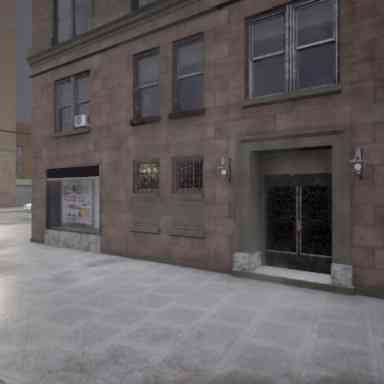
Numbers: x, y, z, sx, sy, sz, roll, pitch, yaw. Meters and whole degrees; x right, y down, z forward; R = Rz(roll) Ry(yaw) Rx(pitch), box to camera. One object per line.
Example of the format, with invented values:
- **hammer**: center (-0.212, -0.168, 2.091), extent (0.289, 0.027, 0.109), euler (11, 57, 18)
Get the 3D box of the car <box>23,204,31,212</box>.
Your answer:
- **car**: center (-15.648, 1.435, 35.818), extent (1.812, 1.442, 4.674), euler (0, 0, 35)
